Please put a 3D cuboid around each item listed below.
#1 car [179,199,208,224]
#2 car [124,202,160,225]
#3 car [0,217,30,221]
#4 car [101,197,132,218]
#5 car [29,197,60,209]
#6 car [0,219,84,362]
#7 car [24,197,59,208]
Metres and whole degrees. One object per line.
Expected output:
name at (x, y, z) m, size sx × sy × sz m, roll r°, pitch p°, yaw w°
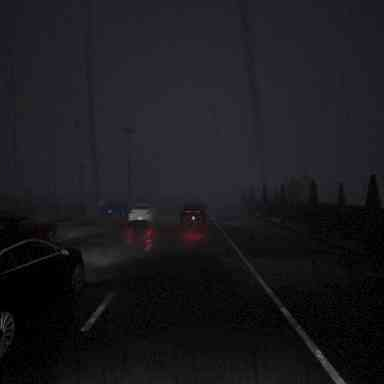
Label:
car at (0.100, 1.498, 24.969) m, size 1.837 × 1.490 × 4.892 m, roll 0°, pitch 0°, yaw 0°
car at (-3.400, 1.518, 24.074) m, size 1.812 × 1.442 × 4.674 m, roll 0°, pitch 0°, yaw 0°
car at (-6.901, 1.597, 12.620) m, size 1.895 × 1.301 × 4.718 m, roll 0°, pitch 0°, yaw 0°
car at (-6.893, 1.468, 30.461) m, size 1.882 × 1.535 × 5.008 m, roll 0°, pitch 0°, yaw 0°
car at (-20.314, 1.491, 46.049) m, size 1.837 × 1.490 × 4.892 m, roll 0°, pitch 0°, yaw 6°
car at (-3.399, 1.490, 5.771) m, size 2.128 × 1.511 × 4.902 m, roll 0°, pitch 0°, yaw 0°
car at (-17.374, 1.513, 38.261) m, size 1.812 × 1.442 × 4.674 m, roll 0°, pitch 0°, yaw 3°
